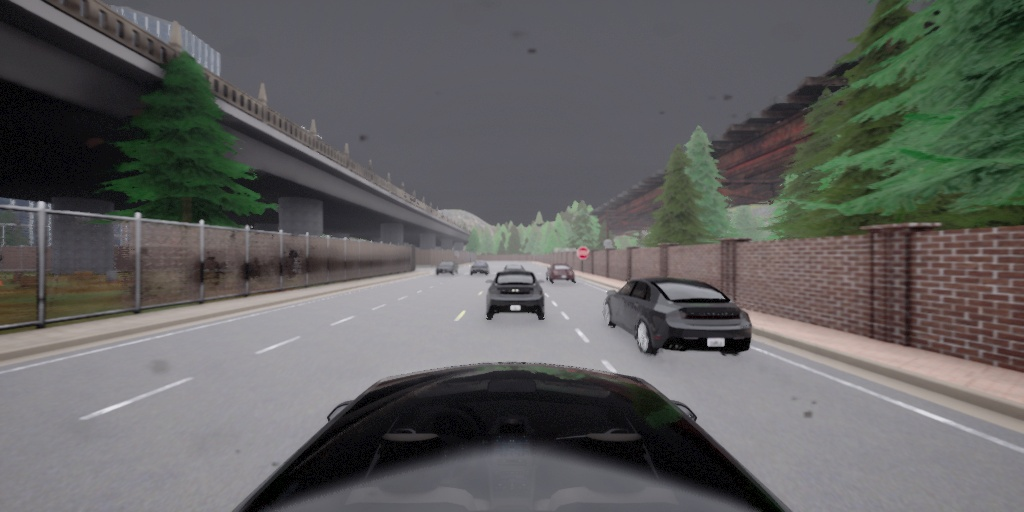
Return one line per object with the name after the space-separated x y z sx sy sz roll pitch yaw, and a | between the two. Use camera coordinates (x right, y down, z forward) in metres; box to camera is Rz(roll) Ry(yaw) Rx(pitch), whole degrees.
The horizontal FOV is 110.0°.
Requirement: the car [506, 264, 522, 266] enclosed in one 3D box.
0.182 1.363 30.603 1.895 1.301 4.718 0 0 0 | car

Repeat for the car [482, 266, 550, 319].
0.113 1.260 12.840 1.837 1.490 4.892 0 0 0 | car

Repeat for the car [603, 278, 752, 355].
3.576 1.258 8.666 1.837 1.490 4.892 0 0 1 | car

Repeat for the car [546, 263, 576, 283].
3.694 1.287 27.656 1.812 1.442 4.674 0 0 1 | car

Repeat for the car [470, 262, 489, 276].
-3.381 1.314 38.630 2.033 1.411 5.357 0 0 0 | car

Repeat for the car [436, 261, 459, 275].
-6.883 1.289 38.522 1.837 1.490 4.892 0 0 0 | car
